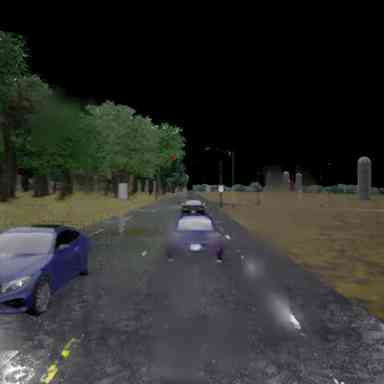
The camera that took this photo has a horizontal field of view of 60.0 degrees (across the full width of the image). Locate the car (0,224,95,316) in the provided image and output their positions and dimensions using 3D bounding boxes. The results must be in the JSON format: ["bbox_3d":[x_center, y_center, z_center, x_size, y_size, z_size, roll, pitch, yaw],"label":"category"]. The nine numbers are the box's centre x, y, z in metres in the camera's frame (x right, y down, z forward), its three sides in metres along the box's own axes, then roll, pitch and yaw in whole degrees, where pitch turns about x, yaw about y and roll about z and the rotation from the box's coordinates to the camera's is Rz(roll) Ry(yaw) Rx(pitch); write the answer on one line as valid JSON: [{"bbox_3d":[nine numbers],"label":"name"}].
[{"bbox_3d":[-3.599,1.506,7.595,1.812,1.442,4.674,0,0,0],"label":"car"}]

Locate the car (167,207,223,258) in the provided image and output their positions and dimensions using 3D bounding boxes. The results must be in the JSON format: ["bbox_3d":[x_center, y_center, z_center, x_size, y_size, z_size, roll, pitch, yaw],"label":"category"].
[{"bbox_3d":[0.102,1.492,12.417,1.812,1.442,4.674,0,0,0],"label":"car"}]

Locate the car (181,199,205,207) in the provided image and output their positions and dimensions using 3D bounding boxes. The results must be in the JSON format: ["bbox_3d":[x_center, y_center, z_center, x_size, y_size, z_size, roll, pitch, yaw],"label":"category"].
[{"bbox_3d":[0.104,1.372,28.512,1.882,1.535,5.008,0,0,0],"label":"car"}]
